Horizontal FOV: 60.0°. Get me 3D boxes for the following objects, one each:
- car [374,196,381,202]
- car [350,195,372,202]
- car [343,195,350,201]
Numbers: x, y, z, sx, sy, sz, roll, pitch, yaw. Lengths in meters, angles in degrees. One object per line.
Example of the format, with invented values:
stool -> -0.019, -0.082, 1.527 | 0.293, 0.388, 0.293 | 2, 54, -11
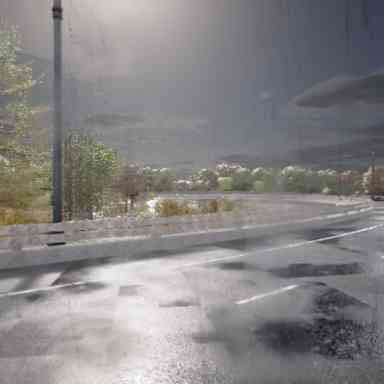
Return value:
car -> 44.191, 1.677, 82.898 | 2.033, 1.411, 5.357 | 0, 0, 3
car -> 40.291, 1.677, 79.420 | 2.033, 1.411, 5.357 | 0, 0, 6
car -> 40.743, 1.679, 83.823 | 2.033, 1.411, 5.357 | 0, 0, 3
